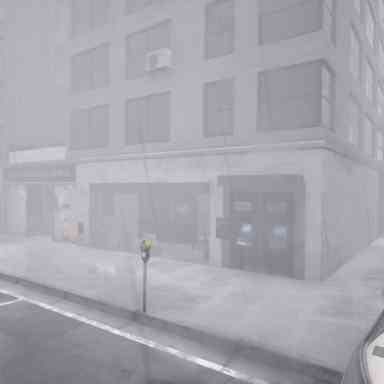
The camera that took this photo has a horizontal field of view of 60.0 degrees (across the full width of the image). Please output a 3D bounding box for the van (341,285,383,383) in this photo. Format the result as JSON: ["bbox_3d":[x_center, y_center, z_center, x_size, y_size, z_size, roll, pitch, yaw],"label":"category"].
[{"bbox_3d":[2.592,1.342,1.095,3.998,1.788,1.690,0,1,36],"label":"van"}]
